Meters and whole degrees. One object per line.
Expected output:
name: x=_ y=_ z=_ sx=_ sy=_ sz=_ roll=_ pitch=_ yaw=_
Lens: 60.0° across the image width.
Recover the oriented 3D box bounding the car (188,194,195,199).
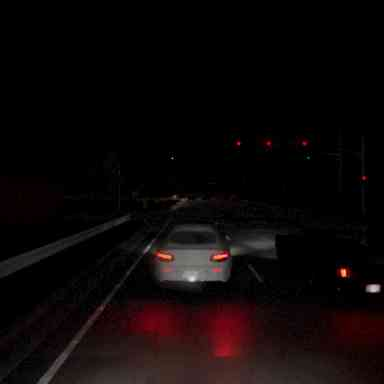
car: x=-0.047 y=1.227 z=91.995 sx=1.837 sy=1.490 sz=4.892 roll=0 pitch=0 yaw=0

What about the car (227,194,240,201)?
car: x=10.458 y=1.376 z=81.580 sx=1.882 sy=1.535 sz=5.008 roll=0 pitch=0 yaw=0

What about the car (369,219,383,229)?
car: x=7.061 y=1.211 z=9.122 sx=2.150 sy=2.045 sz=5.566 roll=0 pitch=0 yaw=0

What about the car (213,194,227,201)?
car: x=6.958 y=1.254 z=81.965 sx=2.097 sy=1.767 sz=4.553 roll=0 pitch=0 yaw=0

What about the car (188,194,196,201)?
car: x=-0.042 y=1.438 z=81.575 sx=2.033 sy=1.411 sz=5.357 roll=0 pitch=0 yaw=0

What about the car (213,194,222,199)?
car: x=6.953 y=1.252 z=91.998 sx=2.128 sy=1.511 sz=4.902 roll=0 pitch=0 yaw=0

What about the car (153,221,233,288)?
car: x=0.069 y=1.515 z=9.097 sx=1.812 sy=1.442 sz=4.674 roll=0 pitch=0 yaw=2

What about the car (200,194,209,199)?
car: x=3.453 y=1.252 z=91.996 sx=2.128 sy=1.511 sz=4.902 roll=0 pitch=0 yaw=0

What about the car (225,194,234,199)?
car: x=10.453 y=1.205 z=92.000 sx=1.882 sy=1.535 sz=5.008 roll=0 pitch=0 yaw=0

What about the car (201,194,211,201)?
car: x=3.458 y=1.254 z=81.963 sx=2.097 sy=1.767 sz=4.553 roll=0 pitch=0 yaw=0

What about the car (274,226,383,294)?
car: x=3.558 y=1.591 z=8.708 sx=1.895 sy=1.301 sz=4.718 roll=0 pitch=0 yaw=0
